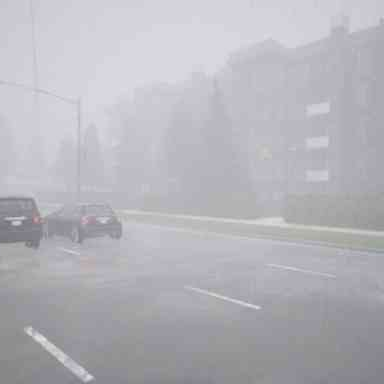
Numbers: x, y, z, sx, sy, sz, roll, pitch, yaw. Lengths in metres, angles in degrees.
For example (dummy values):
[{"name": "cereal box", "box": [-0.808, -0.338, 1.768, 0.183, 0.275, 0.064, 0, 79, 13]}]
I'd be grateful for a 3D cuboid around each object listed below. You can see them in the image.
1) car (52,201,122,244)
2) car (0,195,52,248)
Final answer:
[{"name": "car", "box": [-5.218, 1.259, 15.524, 2.097, 1.767, 4.553, 0, 0, -45]}, {"name": "car", "box": [-7.863, 1.120, 13.223, 2.150, 2.045, 5.566, 0, 1, -45]}]
